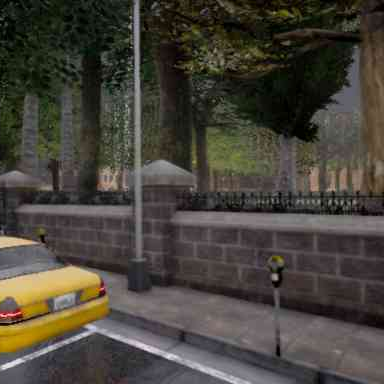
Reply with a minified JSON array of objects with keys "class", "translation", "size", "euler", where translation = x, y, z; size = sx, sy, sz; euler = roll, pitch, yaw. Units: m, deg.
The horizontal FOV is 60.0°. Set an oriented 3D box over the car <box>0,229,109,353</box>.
[{"class":"car","translation":[-3.811,1.458,6.005],"size":[5.366,1.575,1.801],"euler":[0,0,36]}]
